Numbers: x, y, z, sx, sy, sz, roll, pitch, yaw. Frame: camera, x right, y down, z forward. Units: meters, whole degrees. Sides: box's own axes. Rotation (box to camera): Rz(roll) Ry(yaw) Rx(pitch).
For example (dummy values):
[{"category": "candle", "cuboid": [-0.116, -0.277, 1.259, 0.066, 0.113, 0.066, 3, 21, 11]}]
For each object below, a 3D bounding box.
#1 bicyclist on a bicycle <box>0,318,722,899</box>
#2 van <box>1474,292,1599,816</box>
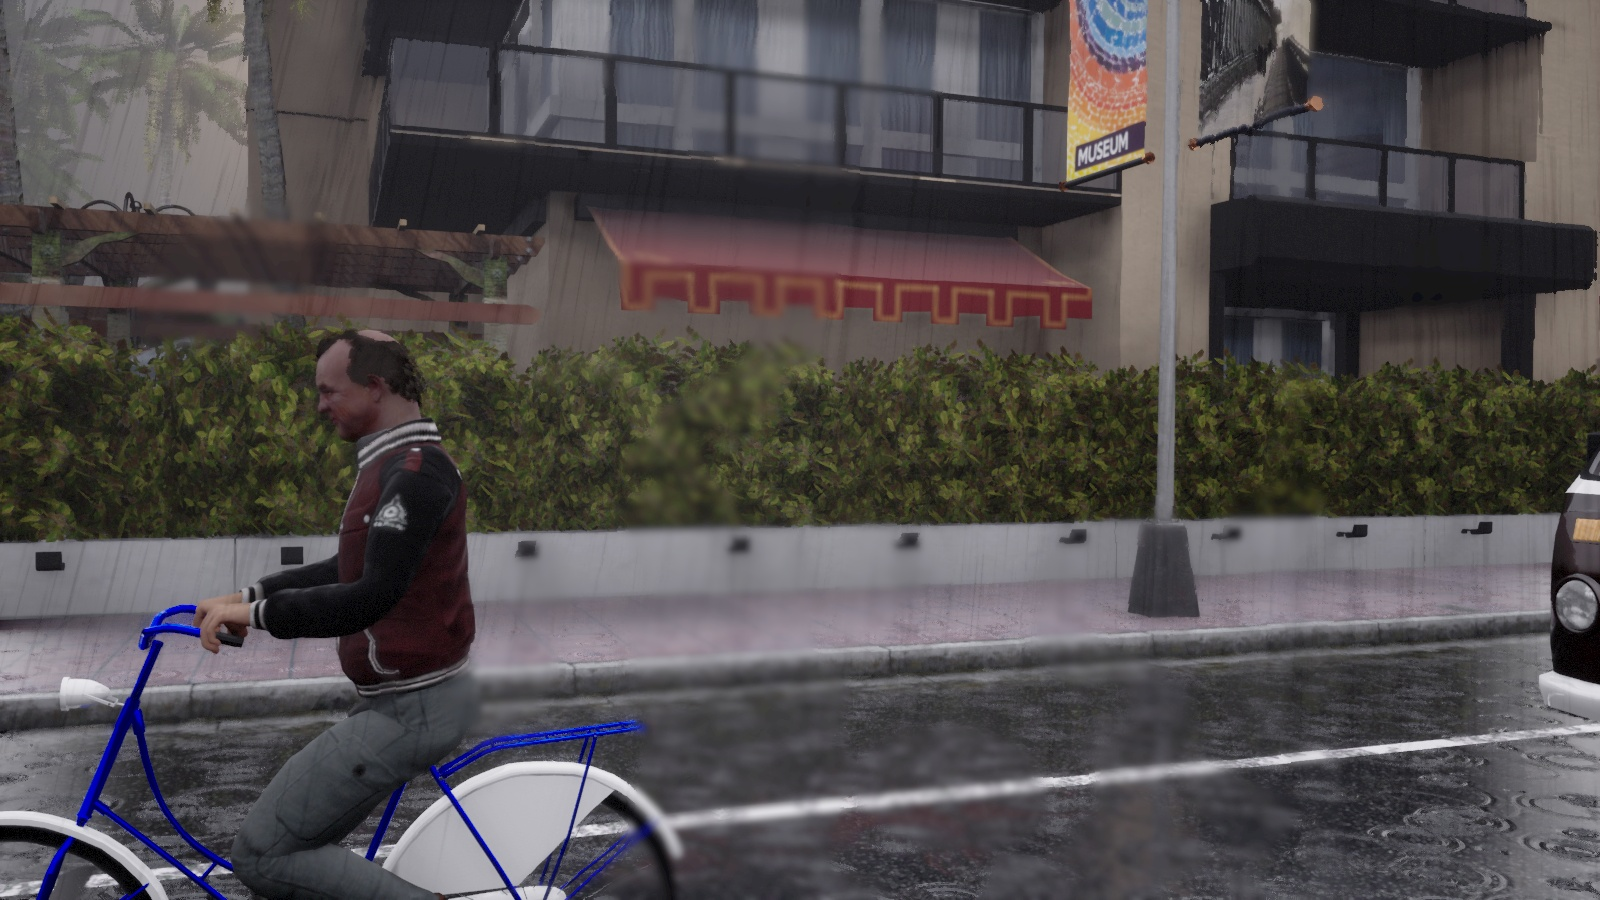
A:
[{"category": "bicyclist on a bicycle", "cuboid": [-1.157, 0.636, 2.793, 1.843, 1.776, 0.659, -1, 1, -21]}, {"category": "van", "cuboid": [5.370, 0.378, 5.225, 4.480, 2.038, 2.069, -1, 1, -20]}]
